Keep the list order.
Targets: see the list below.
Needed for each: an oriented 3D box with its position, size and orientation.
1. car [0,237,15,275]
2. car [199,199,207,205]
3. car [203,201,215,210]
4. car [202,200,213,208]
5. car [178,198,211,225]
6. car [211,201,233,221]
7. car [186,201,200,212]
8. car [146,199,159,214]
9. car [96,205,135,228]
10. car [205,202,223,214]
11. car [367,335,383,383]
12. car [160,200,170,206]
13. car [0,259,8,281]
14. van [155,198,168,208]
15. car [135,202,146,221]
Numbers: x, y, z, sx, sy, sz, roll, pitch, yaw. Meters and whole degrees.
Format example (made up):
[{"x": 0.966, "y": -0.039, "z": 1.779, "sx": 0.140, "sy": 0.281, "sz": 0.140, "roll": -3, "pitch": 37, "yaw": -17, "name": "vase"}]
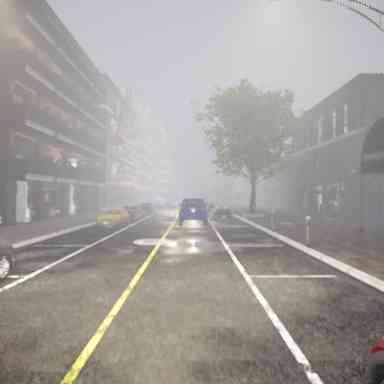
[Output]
[{"x": -5.692, "y": 1.618, "z": 7.394, "sx": 2.008, "sy": 1.369, "sz": 4.403, "roll": 0, "pitch": -1, "yaw": 0, "name": "car"}, {"x": 2.690, "y": 2.368, "z": 81.445, "sx": 1.947, "sy": 1.339, "sz": 4.313, "roll": 0, "pitch": -1, "yaw": 0, "name": "car"}, {"x": 2.689, "y": 2.083, "z": 52.963, "sx": 1.802, "sy": 1.307, "sz": 4.206, "roll": 0, "pitch": -1, "yaw": 0, "name": "car"}, {"x": 2.689, "y": 2.105, "z": 58.660, "sx": 1.887, "sy": 1.381, "sz": 4.507, "roll": 0, "pitch": -1, "yaw": 0, "name": "car"}, {"x": 0.099, "y": 1.462, "z": 26.403, "sx": 2.150, "sy": 2.045, "sz": 5.566, "roll": 0, "pitch": -1, "yaw": 0, "name": "car"}, {"x": 2.689, "y": 1.827, "z": 30.179, "sx": 2.008, "sy": 1.369, "sz": 4.403, "roll": 0, "pitch": -1, "yaw": 0, "name": "car"}, {"x": 0.102, "y": 1.952, "z": 45.582, "sx": 1.812, "sy": 1.442, "sz": 4.674, "roll": 0, "pitch": -1, "yaw": 0, "name": "car"}, {"x": -5.692, "y": 1.952, "z": 41.573, "sx": 1.947, "sy": 1.339, "sz": 4.313, "roll": 0, "pitch": -1, "yaw": 0, "name": "car"}, {"x": -5.692, "y": 1.747, "z": 24.315, "sx": 1.752, "sy": 1.417, "sz": 4.829, "roll": 0, "pitch": -1, "yaw": 0, "name": "car"}, {"x": 2.689, "y": 1.931, "z": 41.570, "sx": 1.887, "sy": 1.381, "sz": 4.507, "roll": 0, "pitch": -1, "yaw": 0, "name": "car"}, {"x": 2.688, "y": 1.456, "z": 1.697, "sx": 1.967, "sy": 1.590, "sz": 4.097, "roll": 0, "pitch": -1, "yaw": 0, "name": "car"}, {"x": -5.691, "y": 2.263, "z": 70.057, "sx": 1.802, "sy": 1.307, "sz": 4.206, "roll": 0, "pitch": -1, "yaw": 0, "name": "car"}, {"x": -3.078, "y": 1.519, "z": 1.387, "sx": 1.837, "sy": 1.490, "sz": 4.892, "roll": 0, "pitch": -1, "yaw": 0, "name": "car"}, {"x": -5.692, "y": 1.902, "z": 58.666, "sx": 1.690, "sy": 1.788, "sz": 3.998, "roll": 0, "pitch": -1, "yaw": 0, "name": "van"}, {"x": -5.692, "y": 1.821, "z": 30.181, "sx": 1.887, "sy": 1.381, "sz": 4.507, "roll": 0, "pitch": -1, "yaw": 0, "name": "car"}]
